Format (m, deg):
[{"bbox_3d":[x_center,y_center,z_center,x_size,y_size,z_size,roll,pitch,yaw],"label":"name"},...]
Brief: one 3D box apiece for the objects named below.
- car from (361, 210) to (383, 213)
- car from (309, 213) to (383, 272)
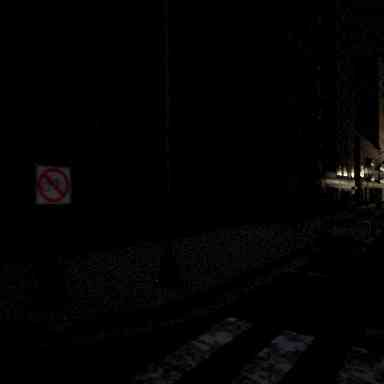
[{"bbox_3d":[8.505,1.579,15.566,1.887,1.381,4.507,-1,0,36],"label":"car"},{"bbox_3d":[5.197,1.583,10.946,2.008,1.369,4.403,-1,0,36],"label":"car"}]
